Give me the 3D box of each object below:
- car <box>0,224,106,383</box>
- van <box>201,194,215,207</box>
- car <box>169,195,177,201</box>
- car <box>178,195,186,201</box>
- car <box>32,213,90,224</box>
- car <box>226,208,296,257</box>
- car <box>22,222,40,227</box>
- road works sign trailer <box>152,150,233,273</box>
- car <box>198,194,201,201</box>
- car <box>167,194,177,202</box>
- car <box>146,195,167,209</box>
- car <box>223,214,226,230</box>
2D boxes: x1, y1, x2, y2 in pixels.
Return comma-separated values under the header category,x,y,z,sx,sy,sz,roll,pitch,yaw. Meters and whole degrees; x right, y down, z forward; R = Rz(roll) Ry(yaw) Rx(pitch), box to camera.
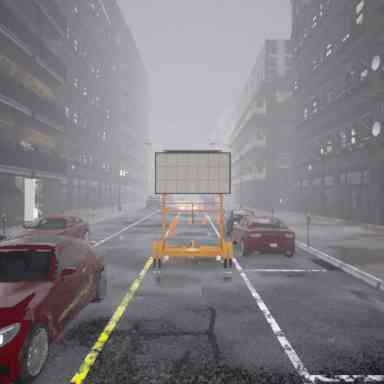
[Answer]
category,x,y,z,sx,sy,sz,roll,pitch,yaw
car,-2.740,1.529,5.533,1.812,1.442,4.674,0,0,0
van,2.675,1.375,52.474,1.690,1.788,3.998,1,0,0
car,-5.134,1.612,92.154,2.008,1.369,4.403,1,0,0
car,-2.575,1.623,89.097,1.994,1.385,4.181,0,0,0
car,-5.282,1.553,12.762,1.887,1.381,4.507,1,0,0
car,2.598,1.553,12.778,1.887,1.381,4.507,1,0,0
car,-5.293,1.571,7.092,1.947,1.339,4.313,1,0,0
road works sign trailer,0.024,0.471,10.630,2.380,3.560,2.880,0,0,0
car,2.739,1.372,86.499,2.192,1.841,5.009,1,0,0
car,-5.162,1.364,75.142,2.192,1.841,5.009,1,0,0
car,-5.215,1.345,46.788,2.192,1.841,5.009,1,0,0
car,2.609,1.563,18.448,2.008,1.369,4.403,1,0,0
